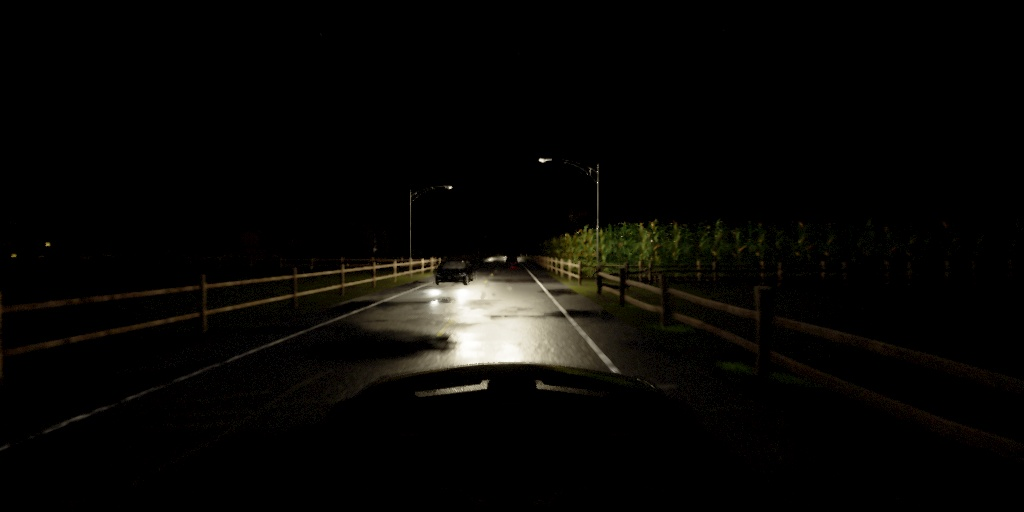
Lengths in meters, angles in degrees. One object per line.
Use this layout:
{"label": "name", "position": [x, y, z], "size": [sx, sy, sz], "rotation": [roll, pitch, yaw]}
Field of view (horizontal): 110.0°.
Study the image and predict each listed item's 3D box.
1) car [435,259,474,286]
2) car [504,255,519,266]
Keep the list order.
{"label": "car", "position": [-3.515, 0.978, 22.677], "size": [1.882, 1.535, 5.008], "rotation": [0, 0, 0]}
{"label": "car", "position": [-0.018, 0.678, 51.814], "size": [1.837, 1.490, 4.892], "rotation": [0, 1, 0]}
